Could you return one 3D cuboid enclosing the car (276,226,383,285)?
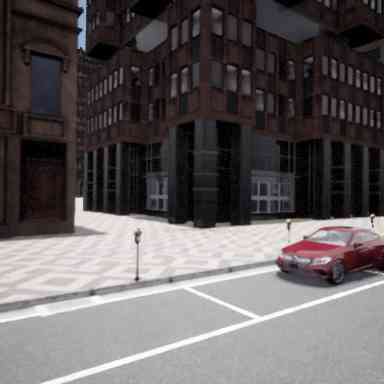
[{"bbox_3d":[4.308,1.670,9.716,4.206,1.307,1.802,1,0,-35],"label":"car"}]
